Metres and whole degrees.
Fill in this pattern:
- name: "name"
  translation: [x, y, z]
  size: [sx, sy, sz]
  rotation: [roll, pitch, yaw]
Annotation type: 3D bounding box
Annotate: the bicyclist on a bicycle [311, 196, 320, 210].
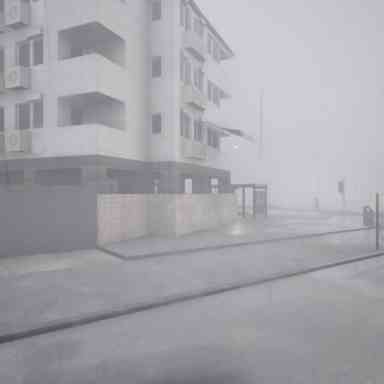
- name: "bicyclist on a bicycle"
  translation: [14.709, 1.345, 39.571]
  size: [1.656, 1.620, 0.582]
  rotation: [0, 0, -35]
